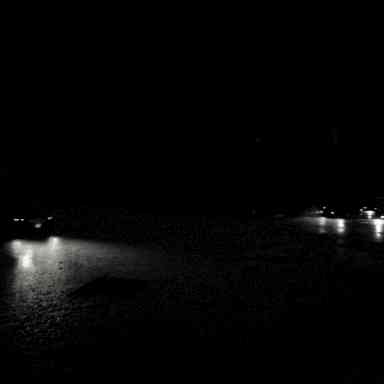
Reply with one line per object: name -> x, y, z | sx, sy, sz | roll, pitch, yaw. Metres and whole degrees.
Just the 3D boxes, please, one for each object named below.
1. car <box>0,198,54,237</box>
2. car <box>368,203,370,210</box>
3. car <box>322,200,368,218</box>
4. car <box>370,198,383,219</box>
car -> -8.129, 1.054, 15.267 | 4.902, 1.511, 2.128 | 2, 1, 41
car -> 20.753, 1.311, 36.002 | 2.033, 1.411, 5.357 | 2, 2, 45
car -> 12.733, 1.354, 27.931 | 4.718, 1.301, 1.895 | 0, 1, -45
car -> 16.083, 1.413, 26.316 | 4.181, 1.385, 1.994 | 0, 1, -45
